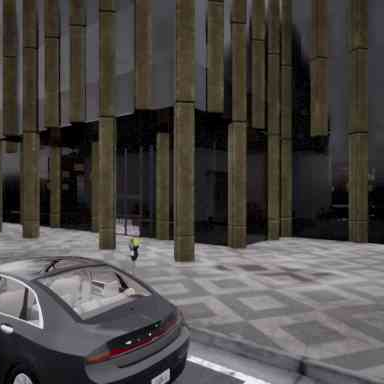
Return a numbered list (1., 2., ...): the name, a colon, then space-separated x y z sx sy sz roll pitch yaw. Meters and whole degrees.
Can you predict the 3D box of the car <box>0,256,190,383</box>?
1. car: -2.075 1.550 4.429 4.403 1.369 2.008 0 0 35
